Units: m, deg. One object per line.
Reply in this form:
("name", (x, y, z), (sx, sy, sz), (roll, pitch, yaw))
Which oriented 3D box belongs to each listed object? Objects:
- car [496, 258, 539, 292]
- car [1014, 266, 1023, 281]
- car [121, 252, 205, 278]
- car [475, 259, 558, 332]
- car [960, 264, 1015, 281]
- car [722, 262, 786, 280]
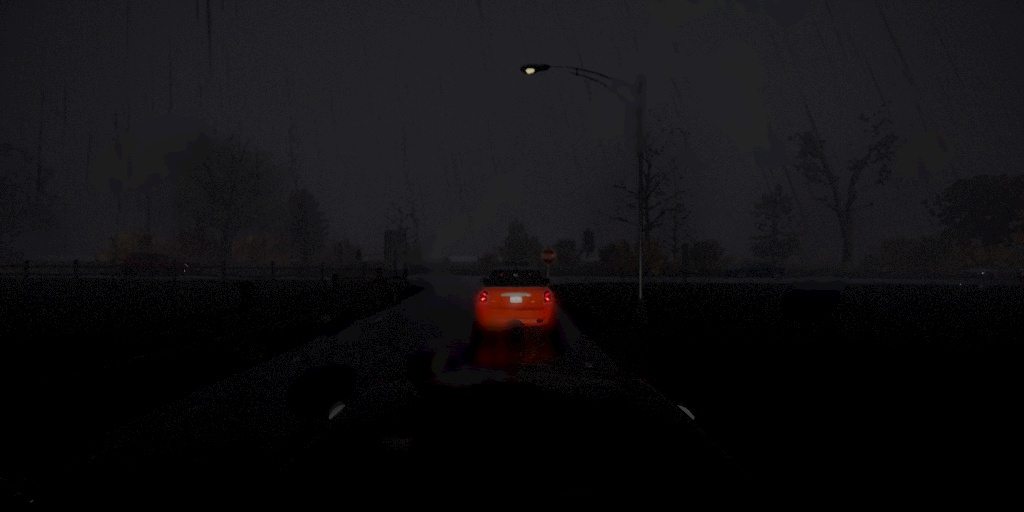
("car", (0.467, 1.028, 21.338), (2.097, 1.767, 4.553), (0, 0, 7))
("car", (44.688, 1.583, 29.109), (4.718, 1.301, 1.895), (0, 1, 1))
("car", (-28.418, 0.677, 29.275), (5.566, 2.045, 2.150), (0, 1, 0))
("car", (0.102, 1.068, 10.881), (2.097, 1.767, 4.553), (0, 0, 0))
("car", (43.057, 1.464, 31.968), (4.674, 1.442, 1.812), (1, 1, 1))
("car", (21.571, 1.268, 32.076), (5.008, 1.535, 1.882), (0, 1, 0))
